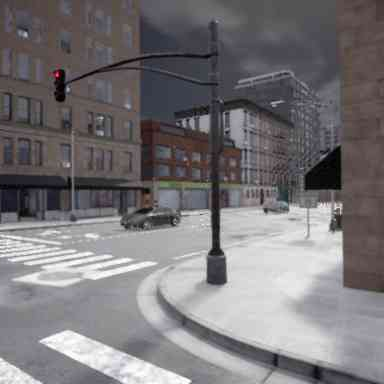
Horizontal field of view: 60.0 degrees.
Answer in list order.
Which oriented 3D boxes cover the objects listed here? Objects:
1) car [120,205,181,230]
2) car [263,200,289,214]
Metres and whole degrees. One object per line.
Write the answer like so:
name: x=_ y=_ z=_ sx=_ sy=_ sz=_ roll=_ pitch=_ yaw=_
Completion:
car: x=-2.684 y=1.677 z=22.505 sx=1.837 sy=1.490 sz=4.892 roll=-1 pitch=-1 yaw=36
car: x=10.198 y=1.810 z=40.230 sx=1.837 sy=1.490 sz=4.892 roll=-1 pitch=-1 yaw=36
